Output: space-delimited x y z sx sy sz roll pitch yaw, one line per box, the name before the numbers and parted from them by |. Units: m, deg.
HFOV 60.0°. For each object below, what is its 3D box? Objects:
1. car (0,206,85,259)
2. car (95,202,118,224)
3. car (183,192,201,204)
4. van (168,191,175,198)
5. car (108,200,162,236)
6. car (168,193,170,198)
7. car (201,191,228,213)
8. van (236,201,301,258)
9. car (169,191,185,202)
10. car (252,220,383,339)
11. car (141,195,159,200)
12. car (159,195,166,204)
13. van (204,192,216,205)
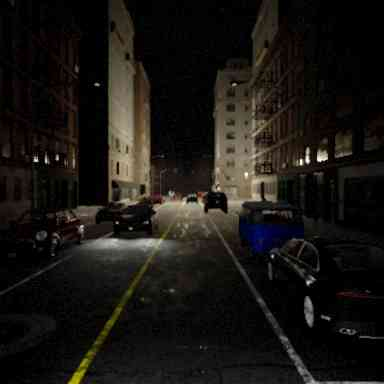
car | -5.379 1.350 11.987 1.967 1.590 4.097 0 0 0
car | -5.372 1.383 23.010 2.008 1.369 4.403 0 0 0
car | 0.054 1.113 52.971 2.128 1.511 4.902 0 0 0
van | -5.346 0.705 88.036 1.690 1.788 3.998 0 0 0
car | -2.827 1.396 17.642 1.812 1.442 4.674 0 0 0
car | -5.348 1.164 56.075 1.947 1.339 4.313 0 0 0
car | 2.292 0.992 32.914 2.150 2.045 5.566 0 0 0
van | 2.645 1.252 11.981 1.690 1.788 3.998 0 0 0
car | -2.707 1.049 60.453 1.882 1.535 5.008 0 0 0
car | 2.642 1.502 6.472 2.008 1.369 4.403 0 0 0
car | -5.360 1.298 39.543 1.802 1.307 4.206 0 0 0
car | -5.352 1.183 50.564 1.887 1.381 4.507 0 0 0
van | 2.673 0.980 50.557 1.690 1.788 3.998 0 0 0
